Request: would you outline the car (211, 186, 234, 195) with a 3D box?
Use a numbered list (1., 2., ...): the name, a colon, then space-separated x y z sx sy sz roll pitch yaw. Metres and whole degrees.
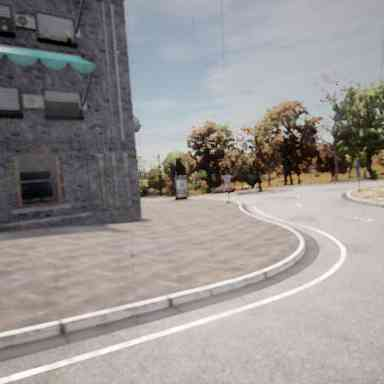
1. car: 4.860 -0.292 53.386 1.994 1.385 4.181 -6 0 -32
